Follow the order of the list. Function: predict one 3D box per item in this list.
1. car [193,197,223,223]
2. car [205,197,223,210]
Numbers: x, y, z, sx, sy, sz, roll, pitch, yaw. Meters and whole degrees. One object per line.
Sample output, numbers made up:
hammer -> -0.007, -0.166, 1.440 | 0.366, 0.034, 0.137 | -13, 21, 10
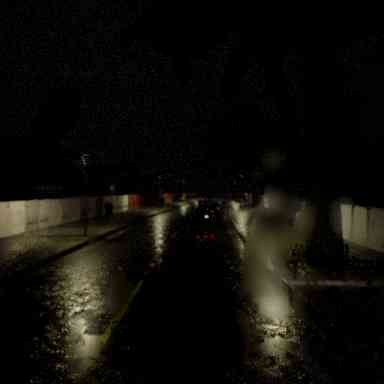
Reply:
car -> 1.147, 1.375, 24.362 | 1.837, 1.490, 4.892 | 0, 0, 5
car -> 2.790, 1.362, 41.333 | 1.994, 1.385, 4.181 | 0, 0, 6
